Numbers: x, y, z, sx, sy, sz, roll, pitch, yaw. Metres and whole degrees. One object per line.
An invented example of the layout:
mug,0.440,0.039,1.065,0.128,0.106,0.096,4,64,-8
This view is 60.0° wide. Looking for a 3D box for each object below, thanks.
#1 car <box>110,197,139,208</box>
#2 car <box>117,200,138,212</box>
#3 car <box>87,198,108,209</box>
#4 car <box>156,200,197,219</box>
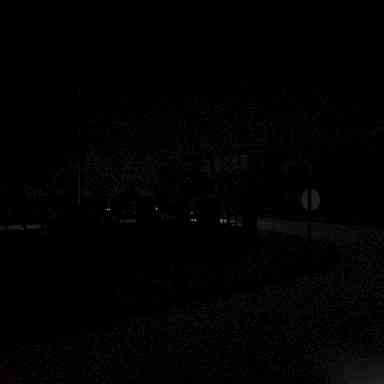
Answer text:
car,-10.046,1.547,48.981,2.033,1.411,5.357,0,0,-37
car,-7.129,1.547,37.638,2.033,1.411,5.357,0,0,-36
car,-13.027,1.526,45.990,1.812,1.442,4.674,0,0,-35
car,-1.425,1.505,29.626,1.837,1.490,4.892,0,0,-35
